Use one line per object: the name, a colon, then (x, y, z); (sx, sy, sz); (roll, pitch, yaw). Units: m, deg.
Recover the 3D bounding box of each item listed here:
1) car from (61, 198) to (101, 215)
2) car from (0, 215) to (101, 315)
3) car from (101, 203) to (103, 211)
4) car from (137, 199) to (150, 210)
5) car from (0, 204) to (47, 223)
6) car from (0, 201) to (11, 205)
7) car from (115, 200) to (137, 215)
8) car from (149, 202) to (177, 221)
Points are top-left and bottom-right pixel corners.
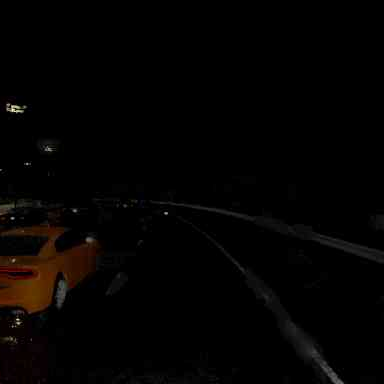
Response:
car: (-8.898, 1.465, 26.561); (2.150, 2.045, 5.566); (0, 0, -10)
car: (-3.543, 1.556, 7.853); (1.882, 1.535, 5.008); (0, 0, -2)
car: (-13.843, 1.911, 47.687); (2.128, 1.511, 4.902); (0, 0, -17)
car: (-7.470, 1.875, 50.901); (1.882, 1.535, 5.008); (0, 0, -17)
car: (-12.146, 1.796, 24.278); (2.033, 1.411, 5.357); (0, 0, -9)
car: (-31.302, 2.148, 55.246); (1.994, 1.385, 4.181); (0, 0, -20)
car: (-7.933, 1.671, 38.989); (2.097, 1.767, 4.553); (0, 0, -14)
car: (-2.559, 1.786, 29.999); (1.994, 1.385, 4.181); (0, 0, -11)
